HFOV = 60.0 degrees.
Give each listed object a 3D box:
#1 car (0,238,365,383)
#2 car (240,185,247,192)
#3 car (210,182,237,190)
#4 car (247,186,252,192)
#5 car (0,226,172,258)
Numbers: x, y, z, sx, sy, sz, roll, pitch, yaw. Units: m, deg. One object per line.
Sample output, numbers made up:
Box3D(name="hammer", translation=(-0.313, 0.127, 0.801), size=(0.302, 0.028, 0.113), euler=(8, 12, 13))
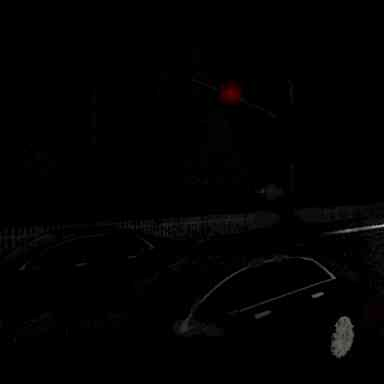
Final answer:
Box3D(name="car", translation=(0.276, 1.480, 4.190), size=(4.892, 1.490, 1.837), euler=(-1, 0, -35))
Box3D(name="car", translation=(8.842, -0.661, 72.176), size=(2.128, 1.511, 4.902), euler=(-1, 7, -37))
Box3D(name="car", translation=(6.082, -0.921, 70.018), size=(2.150, 2.045, 5.566), euler=(-1, 7, -37))
Box3D(name="car", translation=(11.642, -0.743, 74.275), size=(1.882, 1.535, 5.008), euler=(-1, 7, -37))
Box3D(name="car", translation=(-2.400, 1.487, 6.580), size=(4.892, 1.490, 1.837), euler=(-1, 0, -36))
